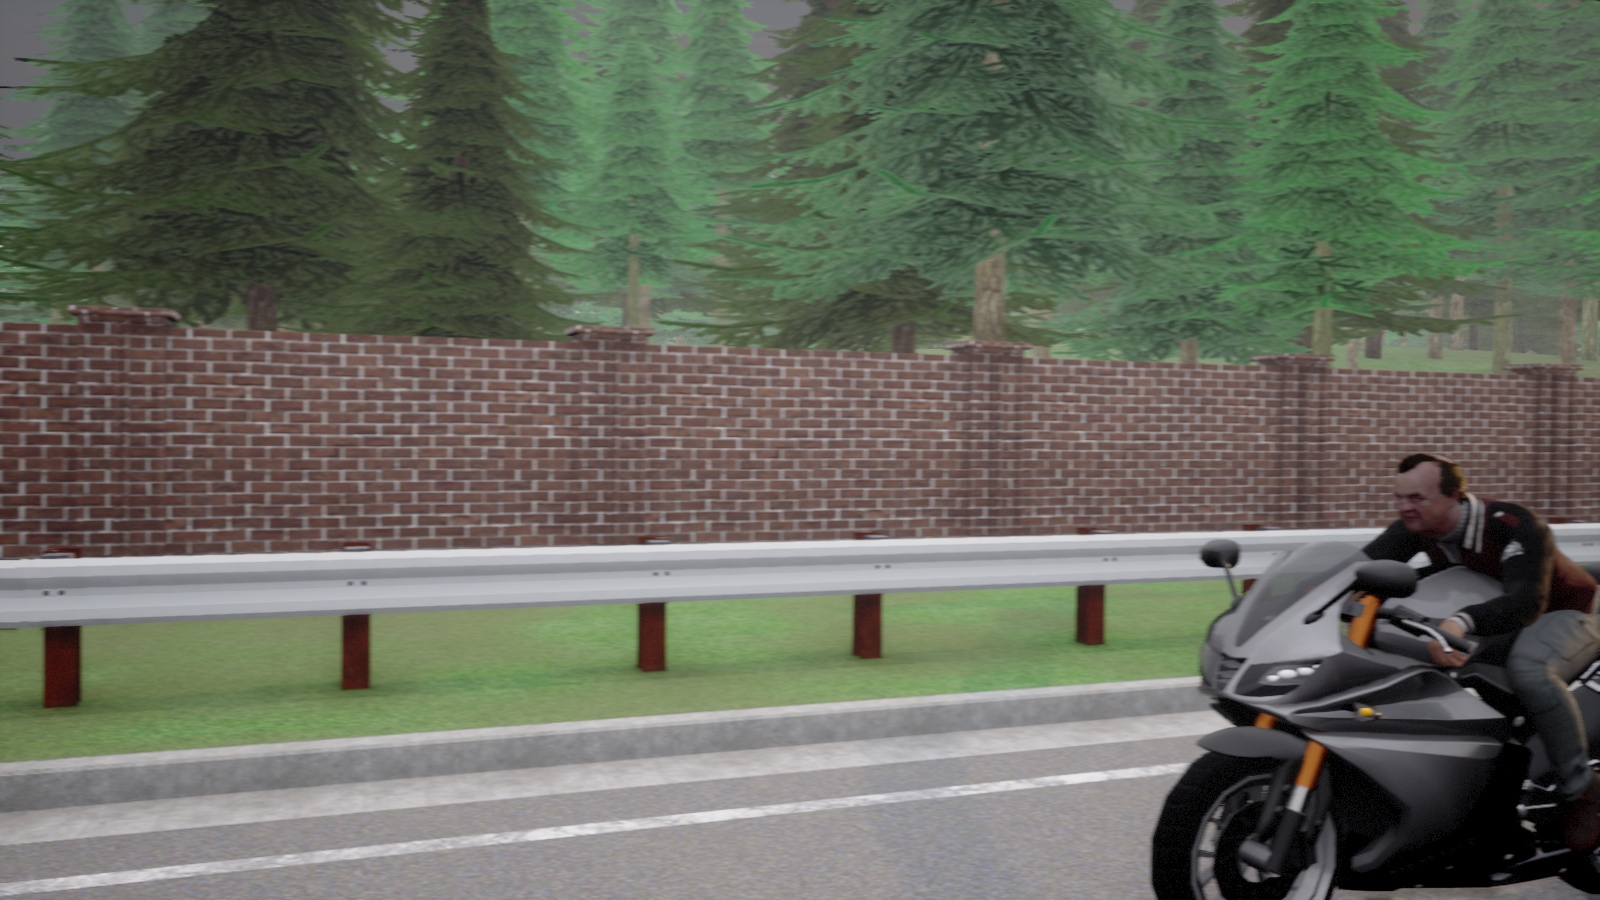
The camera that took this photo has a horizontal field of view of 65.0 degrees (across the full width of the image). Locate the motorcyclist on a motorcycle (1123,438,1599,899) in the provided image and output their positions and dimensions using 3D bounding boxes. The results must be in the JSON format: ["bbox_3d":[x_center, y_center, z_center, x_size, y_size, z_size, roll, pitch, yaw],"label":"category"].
[{"bbox_3d":[2.237,0.742,4.089,2.191,1.530,0.866,-1,1,-21],"label":"motorcyclist on a motorcycle"}]
